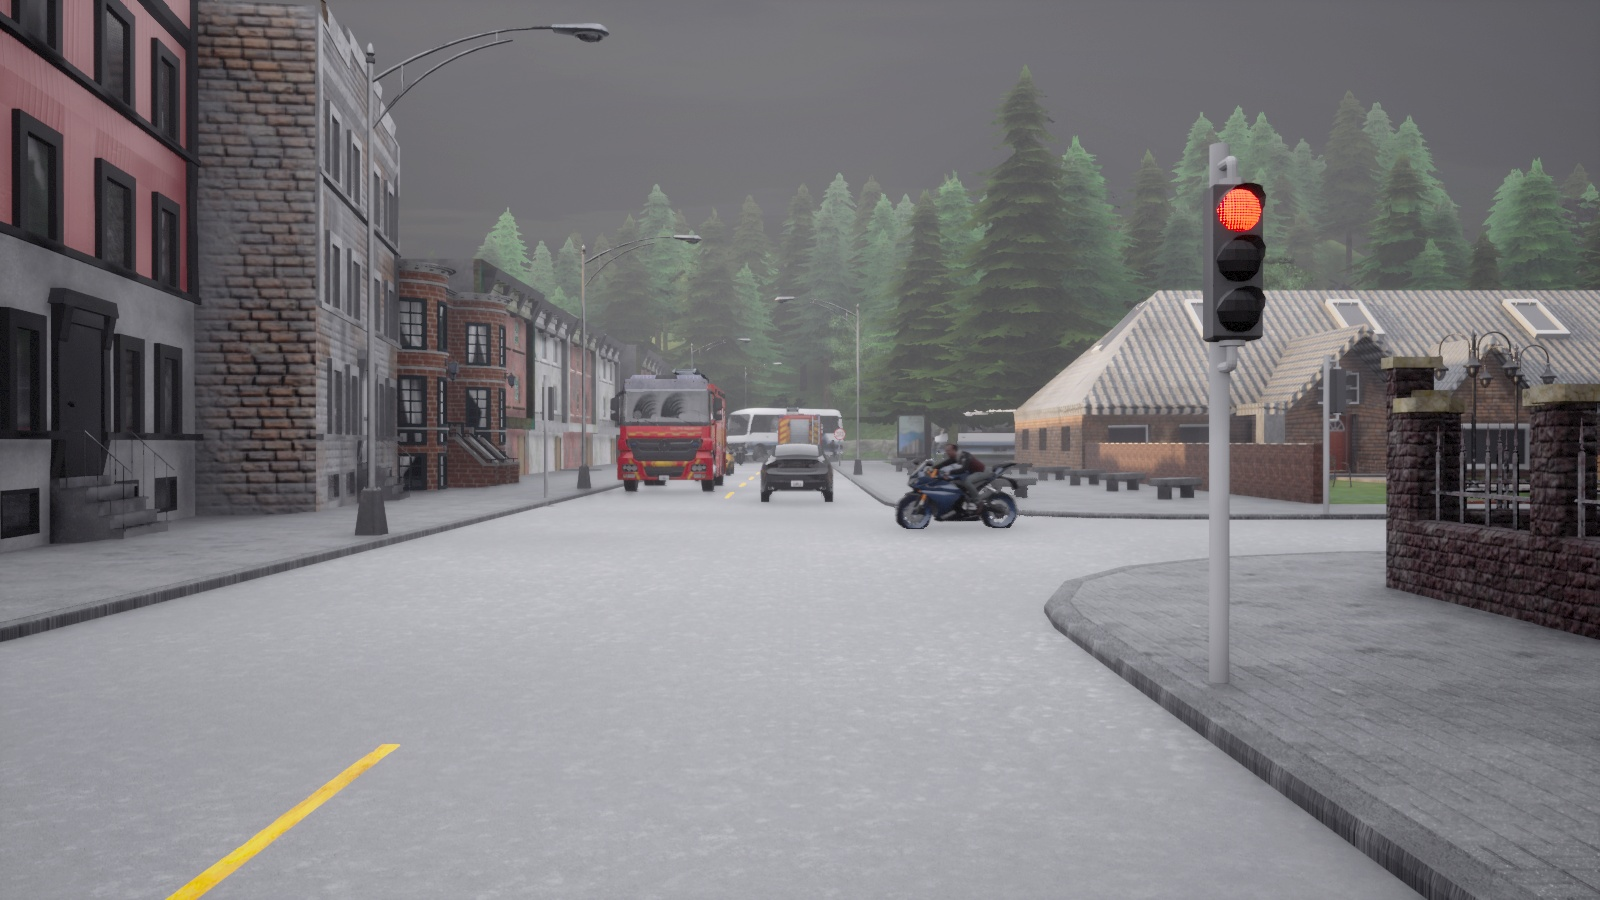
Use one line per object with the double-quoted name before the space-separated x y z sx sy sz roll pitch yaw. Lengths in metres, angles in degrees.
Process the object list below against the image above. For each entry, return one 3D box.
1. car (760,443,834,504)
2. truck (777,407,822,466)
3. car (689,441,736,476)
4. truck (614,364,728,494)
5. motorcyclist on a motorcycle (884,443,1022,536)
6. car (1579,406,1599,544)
"car" -0.078 0.563 33.395 1.837 1.490 4.892 0 0 0
"truck" -0.026 -0.906 86.393 2.891 3.827 8.468 0 0 0
"car" -4.050 0.350 58.914 1.801 1.575 5.366 0 0 0
"truck" -4.048 -0.654 41.252 2.891 3.827 8.468 0 0 0
"motorcyclist on a motorcycle" 2.629 0.661 21.702 2.191 1.530 0.866 0 1 -14
"car" 14.694 0.375 18.153 5.566 2.045 2.150 0 0 -1
